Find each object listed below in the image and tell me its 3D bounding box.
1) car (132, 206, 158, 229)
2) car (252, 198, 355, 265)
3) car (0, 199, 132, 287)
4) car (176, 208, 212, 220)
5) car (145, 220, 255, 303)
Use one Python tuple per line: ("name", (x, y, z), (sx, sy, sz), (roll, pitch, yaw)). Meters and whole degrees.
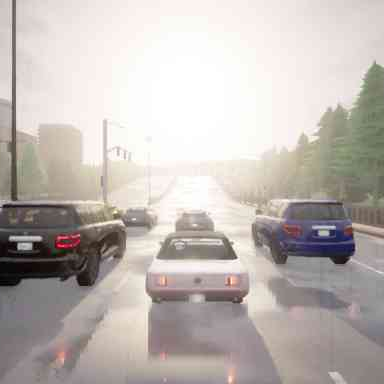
("car", (-3.371, 1.564, 21.473), (1.994, 1.385, 4.181), (0, 0, 0))
("car", (3.613, 1.221, 11.794), (2.150, 2.045, 5.566), (0, 0, 0))
("car", (-3.387, 1.218, 9.449), (2.150, 2.045, 5.566), (0, 0, 0))
("car", (0.125, 1.564, 17.976), (1.994, 1.385, 4.181), (0, 0, 0))
("car", (0.110, 1.601, 8.125), (1.895, 1.301, 4.718), (0, 0, 0))
